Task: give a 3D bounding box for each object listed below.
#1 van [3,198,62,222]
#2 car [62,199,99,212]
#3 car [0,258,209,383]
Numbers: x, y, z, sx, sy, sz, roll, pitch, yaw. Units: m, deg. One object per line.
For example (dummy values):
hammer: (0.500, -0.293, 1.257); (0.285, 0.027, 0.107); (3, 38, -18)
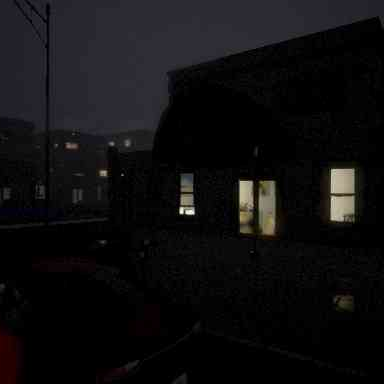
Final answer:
van: (-13.011, 1.411, 26.856); (1.690, 1.788, 3.998); (0, 0, 35)
car: (-13.612, 1.566, 40.585); (1.752, 1.417, 4.829); (0, 0, 35)
car: (-1.923, 1.543, 4.240); (4.507, 1.381, 1.887); (0, 0, 36)
